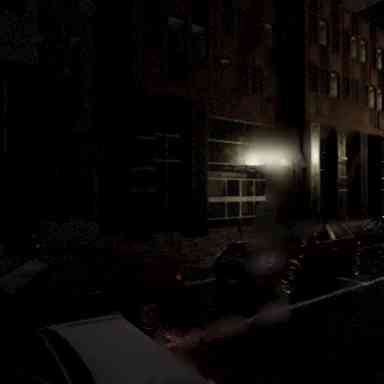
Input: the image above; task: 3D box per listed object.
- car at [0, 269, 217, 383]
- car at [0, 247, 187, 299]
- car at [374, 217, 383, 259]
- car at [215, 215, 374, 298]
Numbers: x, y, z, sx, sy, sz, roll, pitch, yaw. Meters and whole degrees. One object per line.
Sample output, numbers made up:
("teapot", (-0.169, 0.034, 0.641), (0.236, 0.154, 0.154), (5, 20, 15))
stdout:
("car", (-2.193, 1.601, 1.813), (4.718, 1.301, 1.895), (0, 0, -36))
("car", (-2.037, 1.581, 5.198), (4.206, 1.307, 1.802), (0, 0, -36))
("car", (7.084, 1.545, 11.705), (4.403, 1.369, 2.008), (0, 0, -36))
("car", (2.523, 1.436, 8.452), (4.097, 1.590, 1.967), (0, 0, -36))
